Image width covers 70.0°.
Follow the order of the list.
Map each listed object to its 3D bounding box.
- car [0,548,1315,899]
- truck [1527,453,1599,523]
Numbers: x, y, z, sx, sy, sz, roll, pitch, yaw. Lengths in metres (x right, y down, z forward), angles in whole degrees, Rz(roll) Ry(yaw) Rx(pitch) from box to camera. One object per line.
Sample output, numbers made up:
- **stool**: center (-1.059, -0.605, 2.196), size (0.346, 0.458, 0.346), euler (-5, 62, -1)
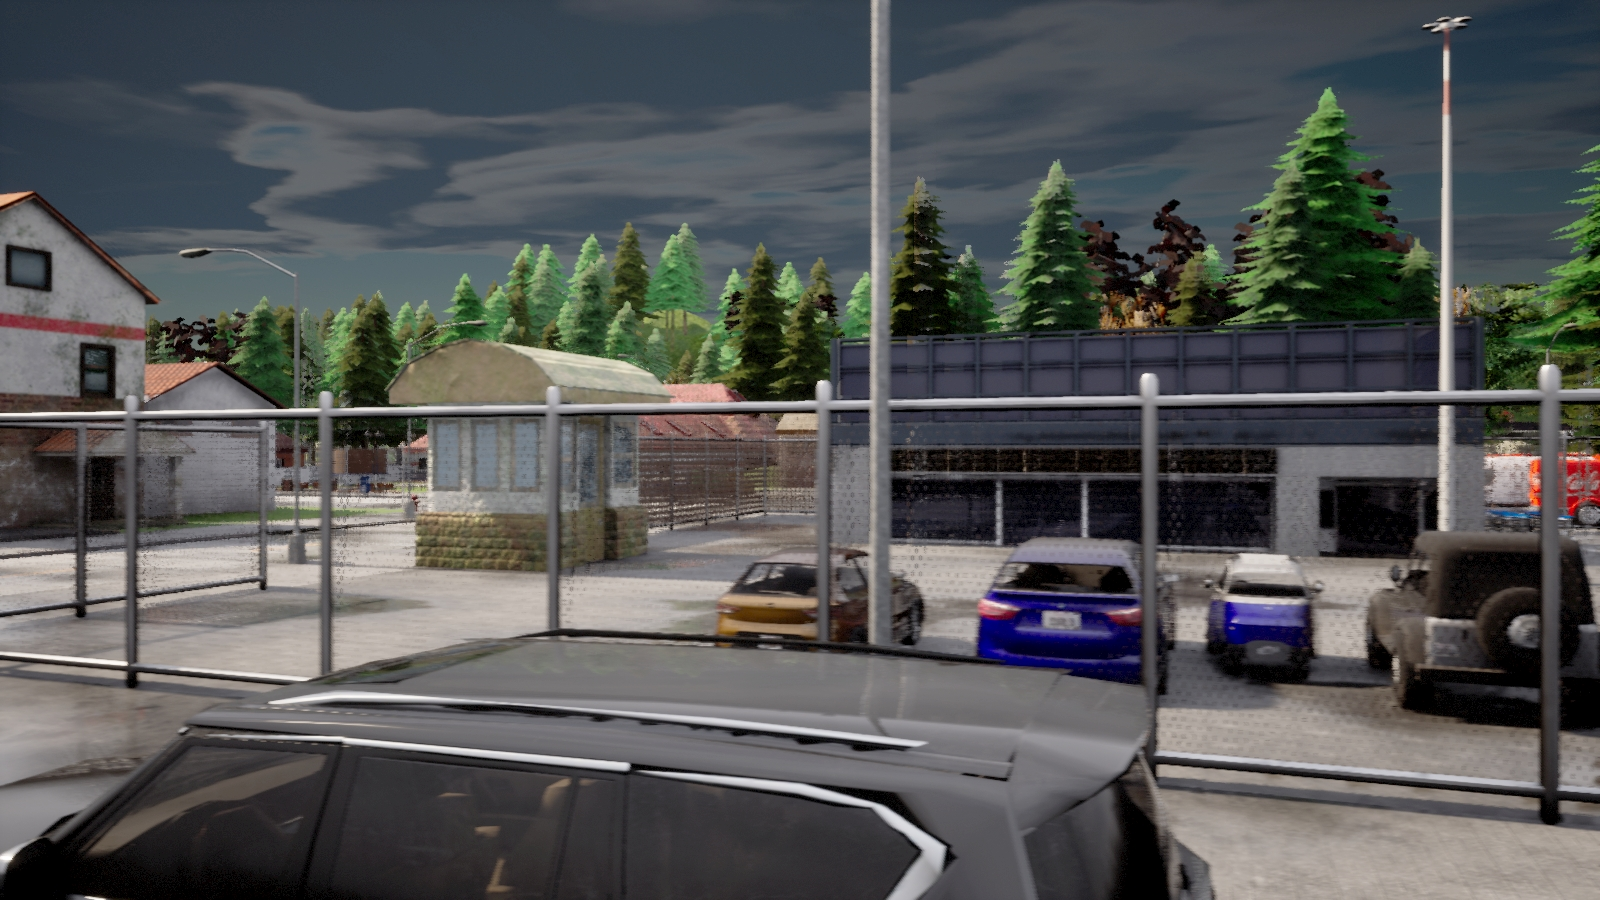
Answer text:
- **car**: center (-1.208, 1.559, 4.280), size (5.566, 2.045, 2.150), euler (0, 0, 20)
- **truck**: center (29.605, 1.348, 41.278), size (5.204, 2.467, 2.627), euler (0, 0, 20)
